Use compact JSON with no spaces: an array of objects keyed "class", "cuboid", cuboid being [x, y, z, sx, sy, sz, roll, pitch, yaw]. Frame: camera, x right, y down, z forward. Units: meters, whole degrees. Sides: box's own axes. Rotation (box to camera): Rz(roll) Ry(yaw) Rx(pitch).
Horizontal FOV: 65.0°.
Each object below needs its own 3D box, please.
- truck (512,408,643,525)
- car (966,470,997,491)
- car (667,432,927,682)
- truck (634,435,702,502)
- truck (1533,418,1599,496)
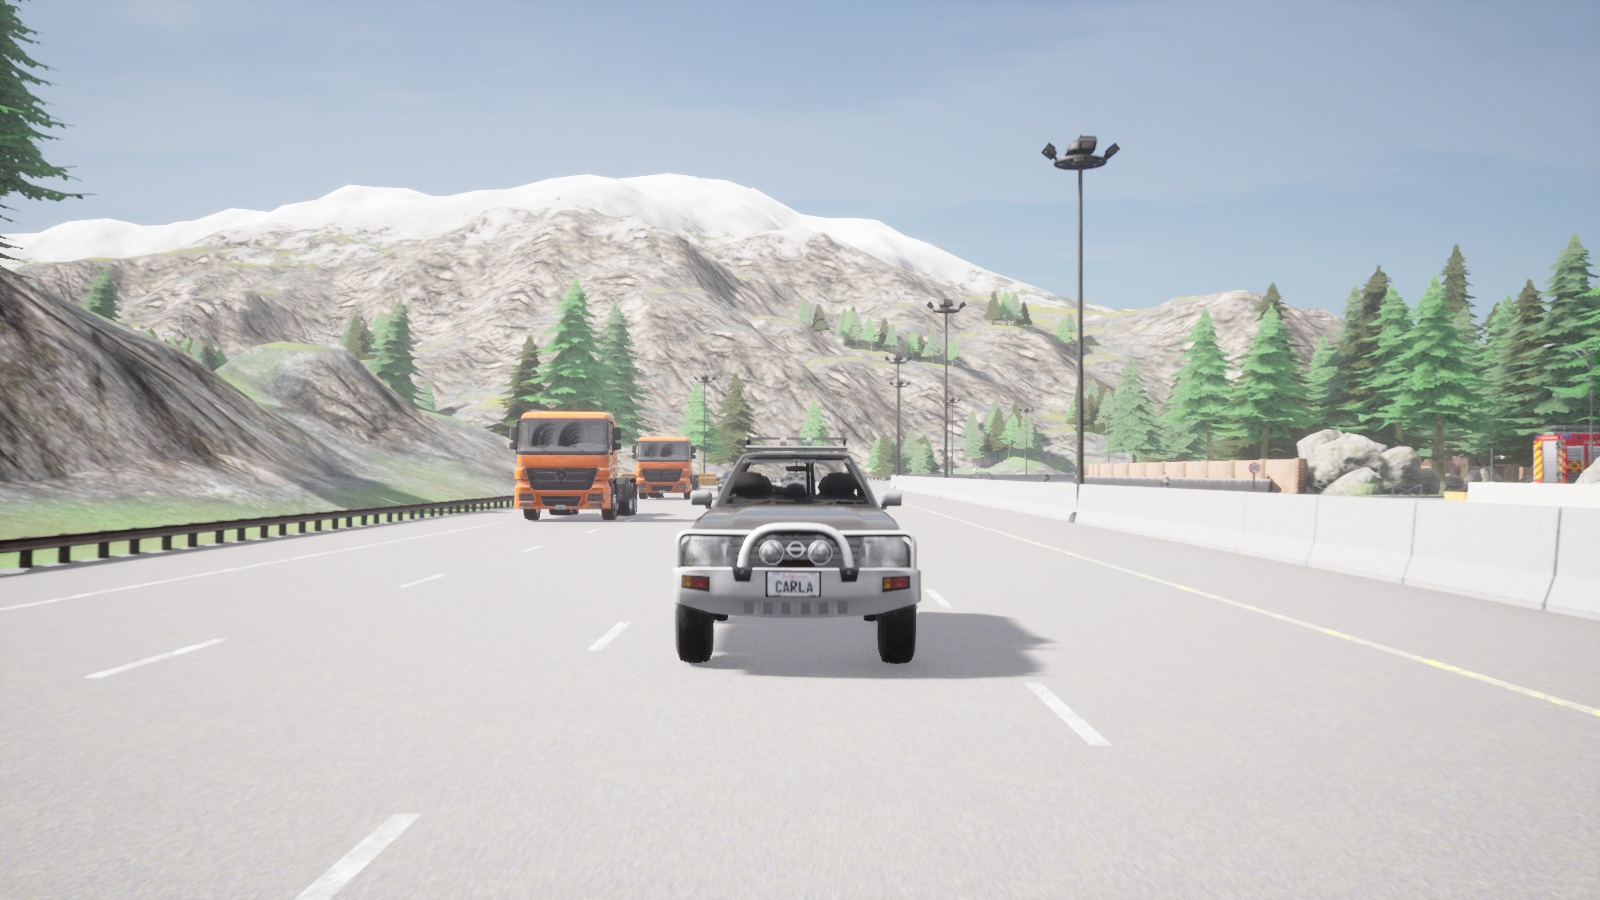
[{"class":"truck","cuboid":[-7.104,0.551,41.232,2.891,3.462,7.936,0,-1,0]},{"class":"car","cuboid":[13.769,2.333,95.274,1.789,1.549,3.705,0,-1,0]},{"class":"car","cuboid":[-0.029,0.826,11.678,1.932,1.855,4.605,0,-1,0]},{"class":"truck","cuboid":[-7.172,1.021,69.259,2.891,3.462,7.936,0,-1,0]},{"class":"truck","cuboid":[42.110,0.346,63.345,8.468,3.827,2.891,0,-1,0]}]
